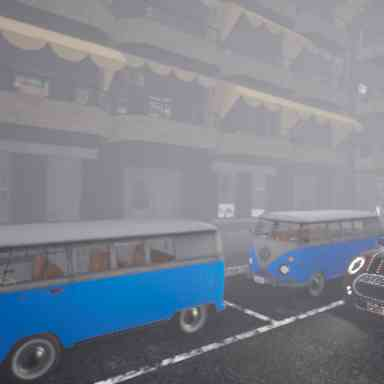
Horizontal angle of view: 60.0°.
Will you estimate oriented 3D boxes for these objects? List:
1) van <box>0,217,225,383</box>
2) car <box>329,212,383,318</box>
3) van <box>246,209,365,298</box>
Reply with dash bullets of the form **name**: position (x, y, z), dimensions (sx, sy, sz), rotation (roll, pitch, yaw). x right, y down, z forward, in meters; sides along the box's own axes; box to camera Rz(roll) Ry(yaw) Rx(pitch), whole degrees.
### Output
- **van**: position (-1.337, 1.345, 5.116), dimensions (3.998, 1.788, 1.690), rotation (0, 1, -35)
- **car**: position (5.068, 1.375, 6.676), dimensions (4.553, 1.767, 2.097), rotation (0, 0, -35)
- **van**: position (3.168, 1.362, 8.327), dimensions (3.998, 1.788, 1.690), rotation (0, 1, -35)
